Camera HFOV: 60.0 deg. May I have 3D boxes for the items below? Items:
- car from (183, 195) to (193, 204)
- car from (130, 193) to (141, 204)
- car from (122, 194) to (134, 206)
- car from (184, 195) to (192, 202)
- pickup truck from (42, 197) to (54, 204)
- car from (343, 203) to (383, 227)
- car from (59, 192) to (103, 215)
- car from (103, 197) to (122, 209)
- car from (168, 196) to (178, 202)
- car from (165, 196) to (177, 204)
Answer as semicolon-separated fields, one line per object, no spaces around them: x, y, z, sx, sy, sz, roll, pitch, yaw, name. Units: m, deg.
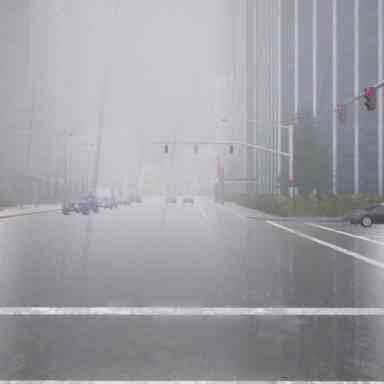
-0.766;1.526;65.381;1.812;1.442;4.674;0;0;0;car
-11.295;1.222;65.049;2.150;2.045;5.566;0;0;0;car
-11.247;1.526;54.365;1.812;1.442;4.674;0;0;0;car
-0.854;1.387;75.632;1.882;1.535;5.008;0;0;0;car
-24.342;1.059;60.073;2.390;2.098;6.274;0;0;30;pickup truck
12.626;1.505;22.122;4.892;1.490;1.837;0;0;0;car
-11.136;1.223;33.598;2.150;2.045;5.566;0;0;1;car
-11.173;1.492;44.242;2.128;1.511;4.902;0;0;0;car
-4.350;1.540;75.301;2.033;1.411;5.357;0;0;0;car
-4.163;1.601;65.041;1.895;1.301;4.718;0;0;0;car
